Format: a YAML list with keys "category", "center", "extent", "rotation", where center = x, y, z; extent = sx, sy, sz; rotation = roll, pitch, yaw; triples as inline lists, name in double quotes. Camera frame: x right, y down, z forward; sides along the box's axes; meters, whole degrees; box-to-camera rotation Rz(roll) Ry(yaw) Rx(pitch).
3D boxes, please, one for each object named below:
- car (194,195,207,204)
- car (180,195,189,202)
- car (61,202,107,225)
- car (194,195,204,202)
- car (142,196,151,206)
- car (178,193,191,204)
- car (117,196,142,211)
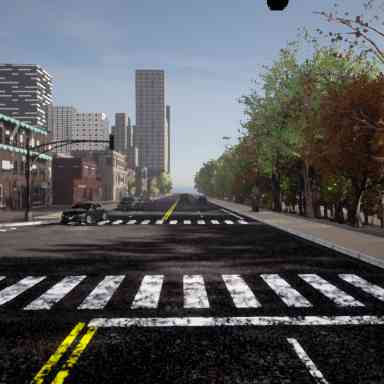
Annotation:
- category: "car"
  center: [1.851, 1.454, 62.887]
  extent: [1.882, 1.535, 5.008]
  rotation: [0, 0, -1]
- category: "car"
  center: [-1.751, 1.447, 74.245]
  extent: [1.882, 1.535, 5.008]
  rotation: [0, 0, -1]
- category: "car"
  center: [-7.761, 1.499, 24.355]
  extent: [1.837, 1.490, 4.892]
  rotation: [0, 0, 6]
- category: "car"
  center: [1.508, 1.470, 72.992]
  extent: [1.837, 1.490, 4.892]
  rotation: [0, 0, -1]
- category: "car"
  center: [-7.900, 1.472, 55.279]
  extent: [2.128, 1.511, 4.902]
  rotation: [0, 0, -1]
- category: "car"
  center: [-1.416, 1.197, 63.664]
  extent: [2.150, 2.045, 5.566]
  rotation: [0, 0, -1]
- category: "car"
  center: [-7.541, 1.338, 39.530]
  extent: [2.097, 1.767, 4.553]
  rotation: [0, 0, -1]
